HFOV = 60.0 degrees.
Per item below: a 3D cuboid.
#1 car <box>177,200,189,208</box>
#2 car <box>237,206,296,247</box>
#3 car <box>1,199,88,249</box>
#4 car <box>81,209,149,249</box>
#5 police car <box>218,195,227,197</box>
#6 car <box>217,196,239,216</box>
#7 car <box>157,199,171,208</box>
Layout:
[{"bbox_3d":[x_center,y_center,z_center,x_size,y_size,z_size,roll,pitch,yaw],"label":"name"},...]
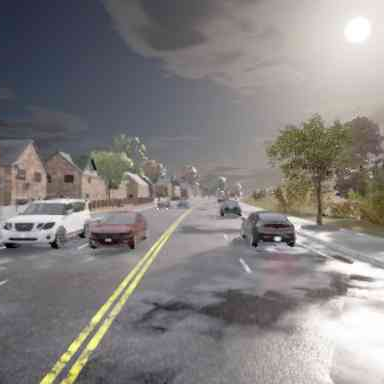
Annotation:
[{"bbox_3d":[-1.490,2.025,56.759,2.033,1.411,5.357,0,0,4],"label":"car"},{"bbox_3d":[3.512,1.644,15.899,1.837,1.490,4.892,0,0,1],"label":"car"},{"bbox_3d":[-6.450,1.350,15.515,2.150,2.045,5.566,0,0,1],"label":"car"},{"bbox_3d":[-3.197,1.607,15.367,1.882,1.535,5.008,0,0,1],"label":"car"},{"bbox_3d":[7.752,2.170,89.835,1.930,1.638,5.238,0,0,6],"label":"police car"},{"bbox_3d":[4.115,1.658,36.395,2.097,1.767,4.553,0,-1,2],"label":"car"},{"bbox_3d":[-4.736,2.007,56.996,1.812,1.442,4.674,0,0,4],"label":"car"}]
